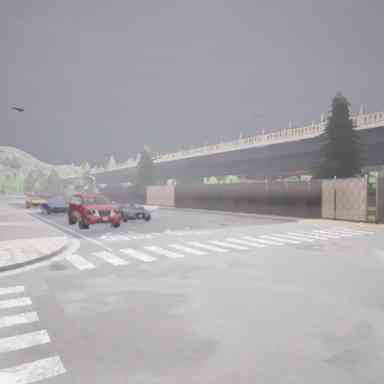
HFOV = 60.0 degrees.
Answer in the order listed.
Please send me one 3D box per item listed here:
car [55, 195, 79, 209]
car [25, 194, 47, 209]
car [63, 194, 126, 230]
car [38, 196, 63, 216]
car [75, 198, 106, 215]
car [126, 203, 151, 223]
[{"bbox_3d":[-16.710,1.292,44.339,2.097,1.767,4.553,0,0,-32],"label":"car"},{"bbox_3d":[-21.698,1.417,45.755,1.882,1.535,5.008,0,0,-31],"label":"car"},{"bbox_3d":[-6.308,1.165,21.021,2.150,2.045,5.566,0,0,-32],"label":"car"},{"bbox_3d":[-13.333,1.419,32.292,1.882,1.535,5.008,0,0,-32],"label":"car"},{"bbox_3d":[-10.641,1.449,34.589,1.837,1.490,4.892,0,-1,-32],"label":"car"},{"bbox_3d":[-4.676,1.507,25.026,1.994,1.385,4.181,0,0,-32],"label":"car"}]
